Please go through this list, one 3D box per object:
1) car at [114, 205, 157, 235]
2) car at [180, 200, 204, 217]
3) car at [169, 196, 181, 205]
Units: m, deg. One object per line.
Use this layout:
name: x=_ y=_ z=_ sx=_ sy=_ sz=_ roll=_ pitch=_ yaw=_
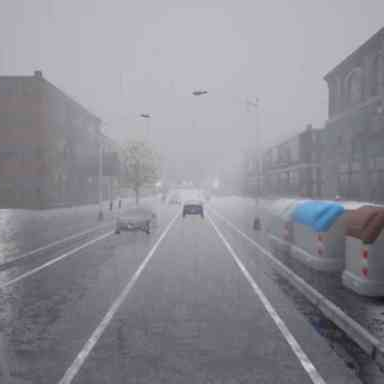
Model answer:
car: x=-3.099 y=1.510 z=19.041 sx=1.837 sy=1.490 sz=4.892 roll=0 pitch=0 yaw=0
car: x=0.100 y=1.522 z=32.100 sx=1.882 sy=1.535 sz=5.008 roll=0 pitch=0 yaw=0
car: x=-3.033 y=1.501 z=60.873 sx=2.097 sy=1.767 sz=4.553 roll=0 pitch=0 yaw=1
